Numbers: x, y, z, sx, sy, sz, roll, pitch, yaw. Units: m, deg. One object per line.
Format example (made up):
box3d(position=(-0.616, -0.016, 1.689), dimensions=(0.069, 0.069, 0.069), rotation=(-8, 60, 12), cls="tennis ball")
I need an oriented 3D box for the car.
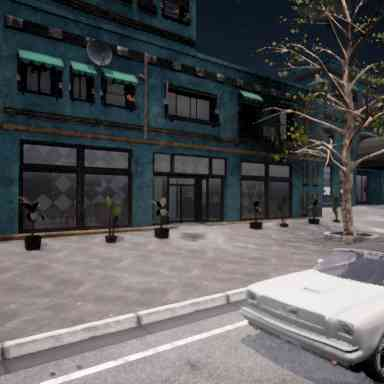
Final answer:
box3d(position=(3.056, 1.610, 5.536), dimensions=(4.718, 1.301, 1.895), rotation=(0, 0, -35), cls="car")
